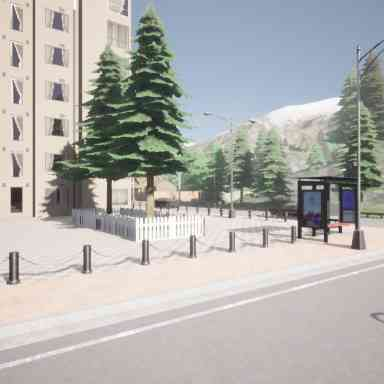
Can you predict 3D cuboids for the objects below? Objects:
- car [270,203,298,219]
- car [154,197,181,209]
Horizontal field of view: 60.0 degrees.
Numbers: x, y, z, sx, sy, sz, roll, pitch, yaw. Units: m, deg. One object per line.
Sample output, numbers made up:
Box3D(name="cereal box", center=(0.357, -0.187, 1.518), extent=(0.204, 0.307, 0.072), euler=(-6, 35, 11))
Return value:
Box3D(name="car", center=(8.845, 1.616, 27.394), extent=(1.895, 1.301, 4.718), euler=(0, 0, -35))
Box3D(name="car", center=(-3.412, 1.493, 45.000), extent=(1.882, 1.535, 5.008), euler=(0, 0, -35))
